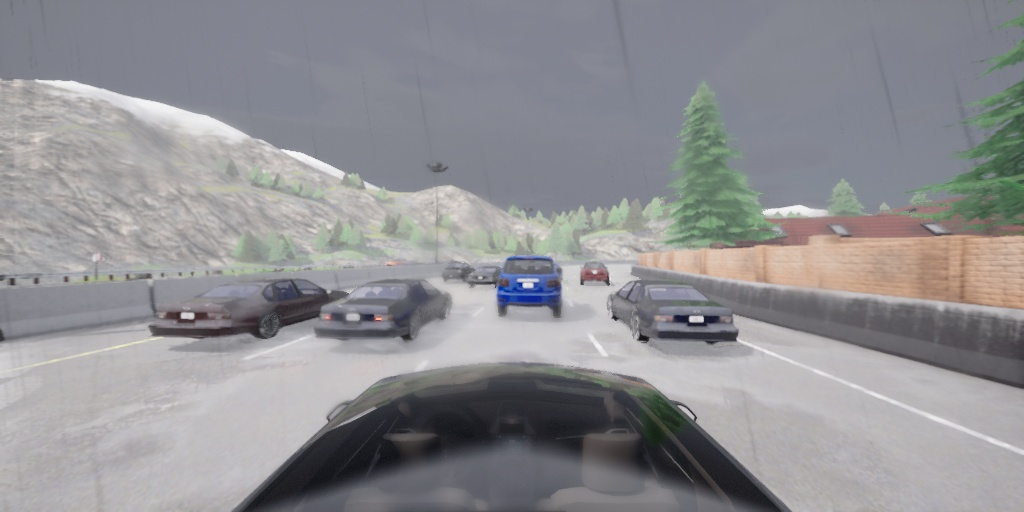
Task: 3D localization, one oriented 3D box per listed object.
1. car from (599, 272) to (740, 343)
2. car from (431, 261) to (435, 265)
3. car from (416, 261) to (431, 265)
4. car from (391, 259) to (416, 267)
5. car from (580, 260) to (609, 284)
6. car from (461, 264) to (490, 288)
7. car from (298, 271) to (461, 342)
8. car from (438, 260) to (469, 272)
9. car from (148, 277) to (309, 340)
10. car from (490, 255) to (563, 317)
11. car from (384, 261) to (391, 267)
[{"bbox_3d":[3.933,1.336,9.789,2.033,1.411,5.357,0,0,4],"label":"car"},{"bbox_3d":[-9.241,1.339,51.730,1.882,1.535,5.008,0,0,19],"label":"car"},{"bbox_3d":[-11.876,1.408,54.921,2.033,1.411,5.357,0,0,19],"label":"car"},{"bbox_3d":[-15.614,1.393,54.852,2.033,1.411,5.357,0,0,19],"label":"car"},{"bbox_3d":[6.336,1.203,27.774,2.097,1.767,4.553,0,0,11],"label":"car"},{"bbox_3d":[-1.488,1.357,24.003,2.033,1.411,5.357,0,0,10],"label":"car"},{"bbox_3d":[-3.079,1.310,9.858,2.033,1.411,5.357,0,0,4],"label":"car"},{"bbox_3d":[-4.090,1.306,29.162,2.128,1.511,4.902,0,0,11],"label":"car"},{"bbox_3d":[-6.575,1.297,9.969,2.033,1.411,5.357,0,0,4],"label":"car"},{"bbox_3d":[0.750,1.008,13.669,2.150,2.045,5.566,0,0,5],"label":"car"},{"bbox_3d":[-18.354,1.195,57.530,2.097,1.767,4.553,0,0,19],"label":"car"}]
